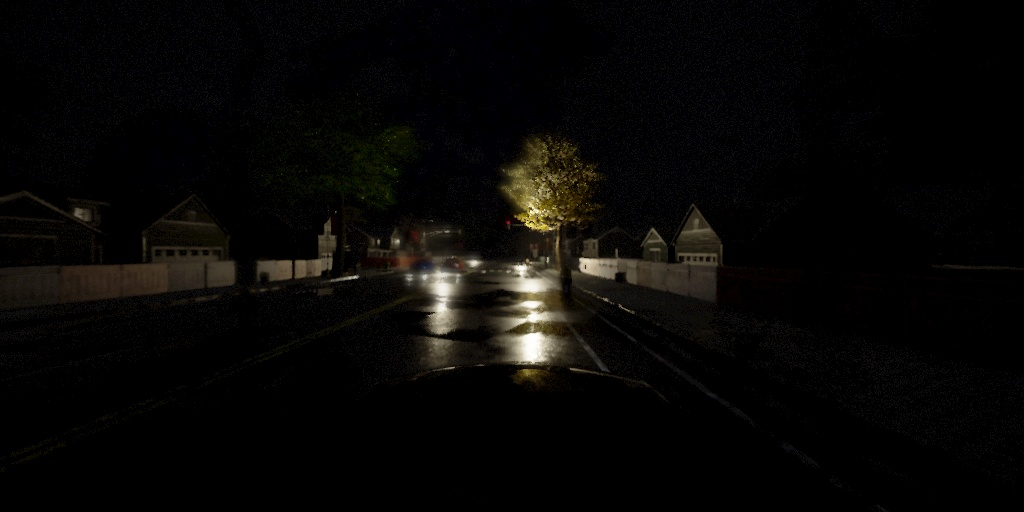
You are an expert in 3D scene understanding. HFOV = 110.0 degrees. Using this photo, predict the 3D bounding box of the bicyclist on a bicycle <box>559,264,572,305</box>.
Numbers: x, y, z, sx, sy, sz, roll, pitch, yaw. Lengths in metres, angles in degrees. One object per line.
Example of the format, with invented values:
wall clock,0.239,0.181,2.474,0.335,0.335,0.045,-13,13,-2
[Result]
bicyclist on a bicycle,2.237,1.175,14.806,0.582,1.620,1.656,0,0,0

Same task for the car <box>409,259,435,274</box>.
car,-9.788,1.144,39.258,1.882,1.535,5.008,0,0,1

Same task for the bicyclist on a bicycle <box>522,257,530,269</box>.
bicyclist on a bicycle,2.198,1.075,50.158,0.866,1.612,1.509,0,0,1

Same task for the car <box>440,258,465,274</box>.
car,-6.536,1.017,39.668,2.097,1.767,4.553,0,0,0
